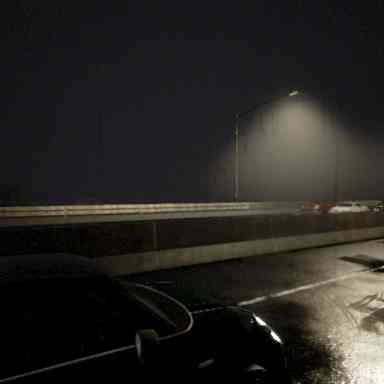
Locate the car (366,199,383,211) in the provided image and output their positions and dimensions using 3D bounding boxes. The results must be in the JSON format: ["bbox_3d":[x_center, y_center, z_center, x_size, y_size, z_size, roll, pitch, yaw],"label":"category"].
[{"bbox_3d":[18.203,1.381,29.500,5.566,2.045,2.150,0,0,-34],"label":"car"}]

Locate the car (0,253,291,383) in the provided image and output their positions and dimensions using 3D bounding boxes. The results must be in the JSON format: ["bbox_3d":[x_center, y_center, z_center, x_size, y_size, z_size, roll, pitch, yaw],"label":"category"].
[{"bbox_3d":[-1.234,1.353,2.853,4.553,1.767,2.097,0,0,-35],"label":"car"}]

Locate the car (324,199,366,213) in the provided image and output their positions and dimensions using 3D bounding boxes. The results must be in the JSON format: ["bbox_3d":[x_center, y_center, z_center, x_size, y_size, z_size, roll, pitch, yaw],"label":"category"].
[{"bbox_3d":[14.901,1.675,31.475,4.674,1.442,1.812,0,0,-34],"label":"car"}]

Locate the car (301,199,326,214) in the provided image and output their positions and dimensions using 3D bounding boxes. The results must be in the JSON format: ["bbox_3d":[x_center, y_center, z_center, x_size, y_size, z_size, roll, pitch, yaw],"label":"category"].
[{"bbox_3d":[13.453,1.504,34.724,4.553,1.767,2.097,0,0,-34],"label":"car"}]
